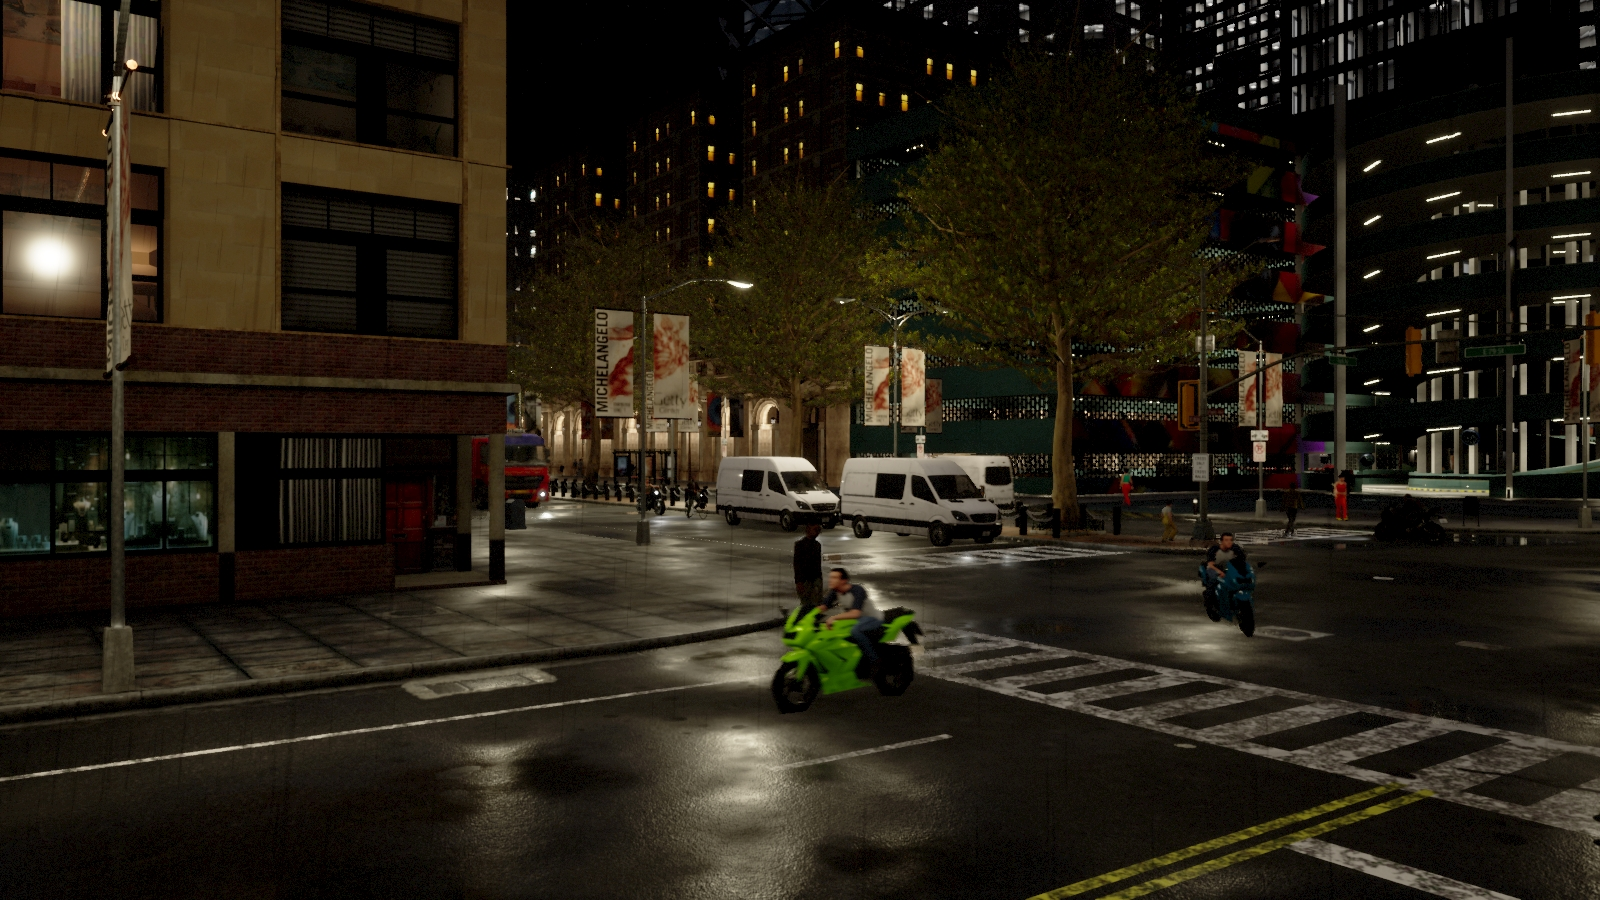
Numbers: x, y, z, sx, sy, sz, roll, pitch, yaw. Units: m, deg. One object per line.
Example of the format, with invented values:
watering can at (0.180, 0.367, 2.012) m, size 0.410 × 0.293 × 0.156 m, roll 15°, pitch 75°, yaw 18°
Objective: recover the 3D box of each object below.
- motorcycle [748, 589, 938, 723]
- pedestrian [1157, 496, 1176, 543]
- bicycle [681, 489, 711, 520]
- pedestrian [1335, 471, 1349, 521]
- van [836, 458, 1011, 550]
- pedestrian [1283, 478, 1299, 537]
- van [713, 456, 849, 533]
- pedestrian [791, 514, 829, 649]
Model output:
motorcycle at (0.499, 2.212, 12.579) m, size 2.033 × 1.145 × 0.803 m, roll 0°, pitch -1°, yaw -37°
pedestrian at (10.511, 1.986, 32.777) m, size 0.375 × 1.300 × 0.375 m, roll 0°, pitch 0°, yaw -30°
bicycle at (-4.230, 2.210, 46.464) m, size 0.329 × 1.171 × 1.835 m, roll 0°, pitch 0°, yaw -35°
pedestrian at (20.026, 1.696, 42.227) m, size 0.375 × 1.860 × 0.375 m, roll 0°, pitch 0°, yaw 10°
van at (3.671, 1.534, 35.284) m, size 1.988 × 2.561 × 5.915 m, roll 0°, pitch 0°, yaw -35°
pedestrian at (15.785, 1.848, 36.752) m, size 0.375 × 1.860 × 0.375 m, roll 0°, pitch 0°, yaw 42°
van at (-0.813, 1.534, 41.652) m, size 1.988 × 2.561 × 5.915 m, roll 0°, pitch 0°, yaw -35°
pedestrian at (0.140, 1.849, 16.178) m, size 0.375 × 1.860 × 0.375 m, roll 0°, pitch 0°, yaw -37°
